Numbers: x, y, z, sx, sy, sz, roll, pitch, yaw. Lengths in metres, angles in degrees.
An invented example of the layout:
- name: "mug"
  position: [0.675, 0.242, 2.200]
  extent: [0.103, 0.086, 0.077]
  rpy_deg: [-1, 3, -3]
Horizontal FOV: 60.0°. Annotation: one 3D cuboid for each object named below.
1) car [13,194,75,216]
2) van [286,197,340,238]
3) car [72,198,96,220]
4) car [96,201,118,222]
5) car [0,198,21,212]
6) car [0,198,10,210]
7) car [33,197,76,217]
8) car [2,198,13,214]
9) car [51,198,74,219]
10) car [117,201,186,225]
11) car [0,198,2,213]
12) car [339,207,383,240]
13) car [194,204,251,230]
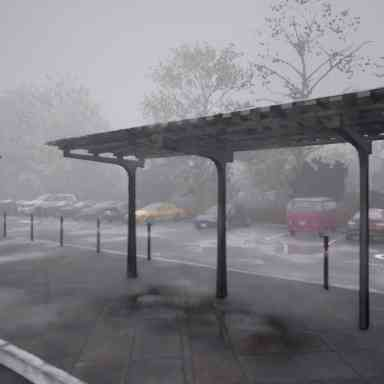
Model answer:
- name: "car"
  position: [-13.800, 1.242, 32.387]
  extent: [2.435, 2.045, 5.566]
  rpy_deg: [0, 0, 35]
- name: "van"
  position: [6.675, 1.272, 18.076]
  extent: [1.878, 1.987, 4.442]
  rpy_deg: [0, 0, 35]
- name: "car"
  position: [-6.982, 1.496, 27.605]
  extent: [2.231, 1.521, 4.892]
  rpy_deg: [0, 0, 35]
- name: "car"
  position: [-4.704, 1.525, 26.021]
  extent: [2.163, 1.488, 4.792]
  rpy_deg: [0, 0, 35]
- name: "car"
  position: [-22.863, 1.509, 38.799]
  extent: [2.163, 1.488, 4.792]
  rpy_deg: [0, 0, 35]
- name: "car"
  position: [-25.101, 1.494, 40.454]
  extent: [2.163, 1.488, 4.792]
  rpy_deg: [0, 0, 35]
- name: "car"
  position: [-11.515, 1.494, 30.811]
  extent: [2.097, 1.535, 5.008]
  rpy_deg: [0, 0, 35]
- name: "car"
  position: [-16.052, 1.494, 34.008]
  extent: [2.231, 1.521, 4.892]
  rpy_deg: [0, 0, 35]
- name: "car"
  position: [-9.249, 1.494, 29.208]
  extent: [2.097, 1.535, 5.008]
  rpy_deg: [0, 0, 35]
- name: "car"
  position: [-2.562, 1.493, 24.242]
  extent: [1.946, 1.575, 5.366]
  rpy_deg: [0, 0, 35]
- name: "car"
  position: [-18.319, 1.490, 35.613]
  extent: [2.097, 1.535, 5.008]
  rpy_deg: [0, 0, 35]
- name: "car"
  position: [8.871, 1.539, 16.375]
  extent: [2.002, 1.452, 4.674]
  rpy_deg: [0, 0, 35]
- name: "car"
  position: [2.060, 1.527, 21.163]
  extent: [2.163, 1.488, 4.792]
  rpy_deg: [0, 0, 35]
